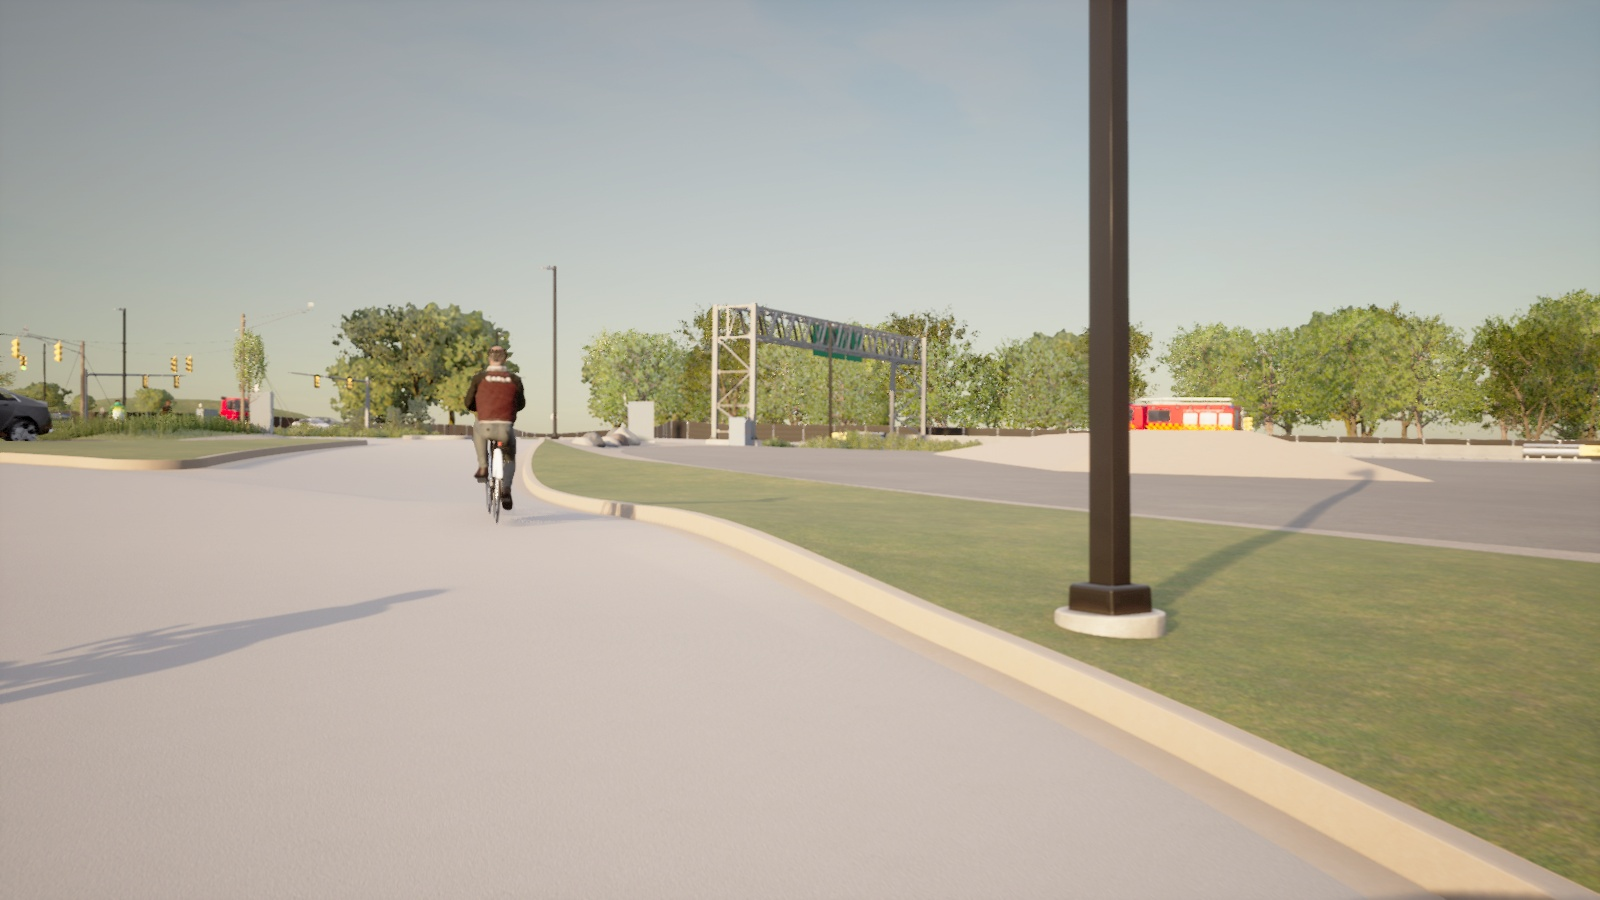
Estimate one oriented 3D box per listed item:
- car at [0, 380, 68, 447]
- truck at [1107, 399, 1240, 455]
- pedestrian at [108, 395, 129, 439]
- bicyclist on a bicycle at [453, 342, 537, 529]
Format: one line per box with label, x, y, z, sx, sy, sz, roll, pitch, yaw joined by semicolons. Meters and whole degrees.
car;-19.524;-0.838;28.371;2.128;1.511;4.902;0;0;21
truck;26.231;-1.635;88.312;8.468;3.827;2.891;1;0;31
pedestrian;-30.659;-1.459;56.488;0.659;1.952;0.873;0;0;-39
bicyclist on a bicycle;-3.163;-0.171;12.910;0.659;1.776;1.843;1;2;-18
